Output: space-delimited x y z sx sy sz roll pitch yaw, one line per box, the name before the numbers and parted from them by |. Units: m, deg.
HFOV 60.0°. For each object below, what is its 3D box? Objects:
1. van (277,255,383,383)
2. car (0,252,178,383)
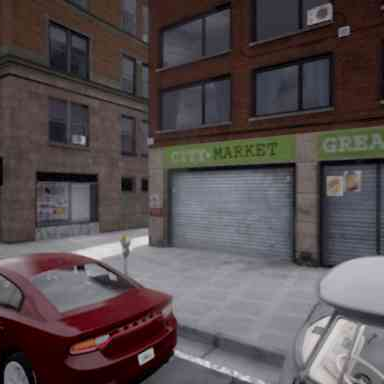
van | 2.326 1.341 1.417 3.998 1.788 1.690 0 0 35
car | -2.283 1.544 4.703 4.507 1.381 1.887 0 0 35
